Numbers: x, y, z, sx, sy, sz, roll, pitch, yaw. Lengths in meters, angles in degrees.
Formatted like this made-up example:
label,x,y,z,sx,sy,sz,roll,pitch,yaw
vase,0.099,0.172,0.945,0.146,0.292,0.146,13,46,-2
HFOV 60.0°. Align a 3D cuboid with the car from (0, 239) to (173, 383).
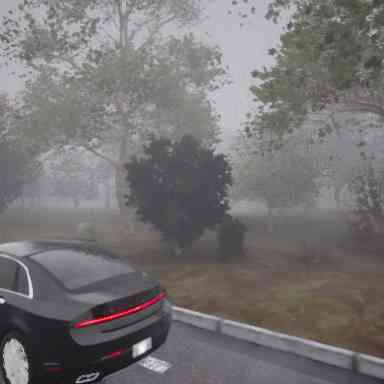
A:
label,x,y,z,sx,sy,sz,roll,pitch,yaw
car,-2.535,1.508,5.187,4.892,1.490,1.837,0,0,36
